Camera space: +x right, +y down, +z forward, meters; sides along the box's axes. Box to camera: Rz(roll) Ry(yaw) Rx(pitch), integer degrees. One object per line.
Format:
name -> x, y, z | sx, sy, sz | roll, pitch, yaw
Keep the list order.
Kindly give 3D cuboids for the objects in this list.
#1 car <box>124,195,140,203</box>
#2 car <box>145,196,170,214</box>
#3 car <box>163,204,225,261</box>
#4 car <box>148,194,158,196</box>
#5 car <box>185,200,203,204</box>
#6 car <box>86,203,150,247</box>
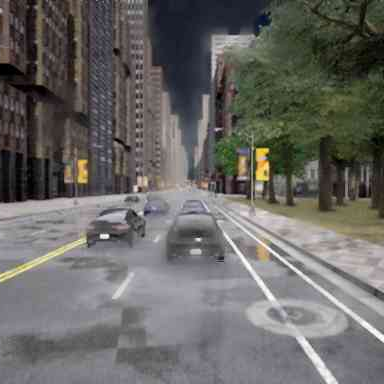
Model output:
car -> -9.630, 1.096, 53.490 | 1.994, 1.385, 4.181 | 0, 0, 1
car -> -3.077, 1.322, 29.481 | 1.994, 1.385, 4.181 | 0, 1, 0
car -> 0.105, 1.424, 11.904 | 1.837, 1.490, 4.892 | 0, 1, 0
car -> -6.382, 1.037, 53.647 | 1.837, 1.490, 4.892 | 0, 0, 1
car -> 0.128, 1.347, 25.292 | 2.033, 1.411, 5.357 | 0, 1, 1
car -> -3.130, 1.423, 14.292 | 1.812, 1.442, 4.674 | 0, 0, 1
